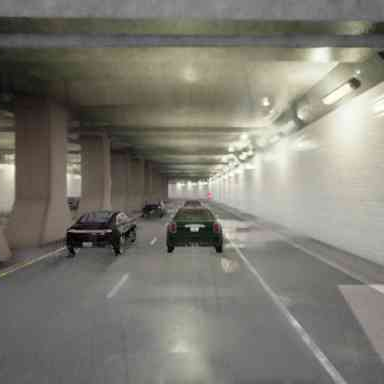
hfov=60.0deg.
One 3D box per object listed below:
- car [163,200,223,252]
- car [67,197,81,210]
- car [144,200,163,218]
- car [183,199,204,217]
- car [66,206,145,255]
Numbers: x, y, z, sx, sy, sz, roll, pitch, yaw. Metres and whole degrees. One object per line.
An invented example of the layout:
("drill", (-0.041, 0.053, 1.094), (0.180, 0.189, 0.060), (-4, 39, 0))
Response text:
("car", (0.102, 1.354, 14.057), (2.097, 1.767, 4.553), (0, 0, 0))
("car", (-14.085, 1.358, 39.552), (2.097, 1.767, 4.553), (0, 0, 0))
("car", (-3.397, 1.497, 30.377), (2.128, 1.511, 4.902), (0, 0, 0))
("car", (0.103, 1.483, 31.964), (1.882, 1.535, 5.008), (0, 0, 0))
("car", (-3.399, 1.494, 13.263), (2.128, 1.511, 4.902), (0, 0, 0))
